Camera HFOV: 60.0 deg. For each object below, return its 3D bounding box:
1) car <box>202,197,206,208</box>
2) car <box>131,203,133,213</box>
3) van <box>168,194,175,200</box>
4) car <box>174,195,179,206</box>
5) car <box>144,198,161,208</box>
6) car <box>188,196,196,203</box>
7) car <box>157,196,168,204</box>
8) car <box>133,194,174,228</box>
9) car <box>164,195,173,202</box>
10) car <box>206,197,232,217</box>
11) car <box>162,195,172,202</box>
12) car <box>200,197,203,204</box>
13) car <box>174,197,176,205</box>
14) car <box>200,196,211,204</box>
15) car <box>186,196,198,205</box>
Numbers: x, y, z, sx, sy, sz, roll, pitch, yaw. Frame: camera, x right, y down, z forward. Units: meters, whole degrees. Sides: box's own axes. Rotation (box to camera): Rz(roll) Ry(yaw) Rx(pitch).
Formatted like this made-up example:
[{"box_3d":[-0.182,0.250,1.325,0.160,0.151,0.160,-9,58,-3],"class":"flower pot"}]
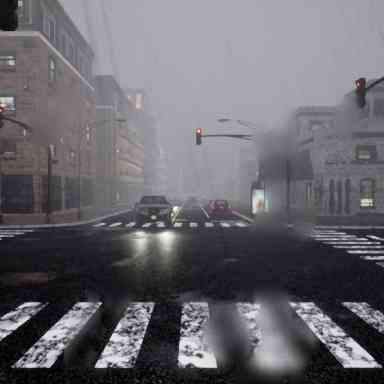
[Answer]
[{"box_3d":[2.645,1.597,43.150,1.802,1.307,4.206,0,0,0],"class":"car"},{"box_3d":[-5.730,1.561,37.433,2.008,1.369,4.403,0,0,0],"class":"car"},{"box_3d":[-5.786,1.430,94.399,1.690,1.788,3.998,-1,0,0],"class":"van"},{"box_3d":[-3.130,1.518,53.358,2.128,1.511,4.902,0,0,0],"class":"car"},{"box_3d":[-5.741,1.571,48.827,2.008,1.369,4.403,0,0,0],"class":"car"},{"box_3d":[0.015,1.572,70.718,1.812,1.442,4.674,0,0,0],"class":"car"},{"box_3d":[-5.757,1.565,65.746,1.752,1.417,4.829,0,0,0],"class":"car"},{"box_3d":[-2.627,1.210,22.610,2.150,2.045,5.566,0,-1,-7],"class":"car"},{"box_3d":[-5.773,1.592,82.836,1.752,1.417,4.829,-1,0,0],"class":"car"},{"box_3d":[2.655,1.446,31.756,1.967,1.590,4.097,0,0,0],"class":"car"},{"box_3d":[-5.769,1.497,77.309,1.967,1.590,4.097,0,0,0],"class":"car"},{"box_3d":[2.640,1.571,48.847,2.008,1.369,4.403,0,0,0],"class":"car"},{"box_3d":[-3.132,1.572,37.305,1.994,1.385,4.181,0,0,0],"class":"car"},{"box_3d":[2.624,1.591,65.937,2.008,1.369,4.403,-1,0,0],"class":"car"},{"box_3d":[0.046,1.538,60.300,1.837,1.490,4.892,0,0,0],"class":"car"}]
